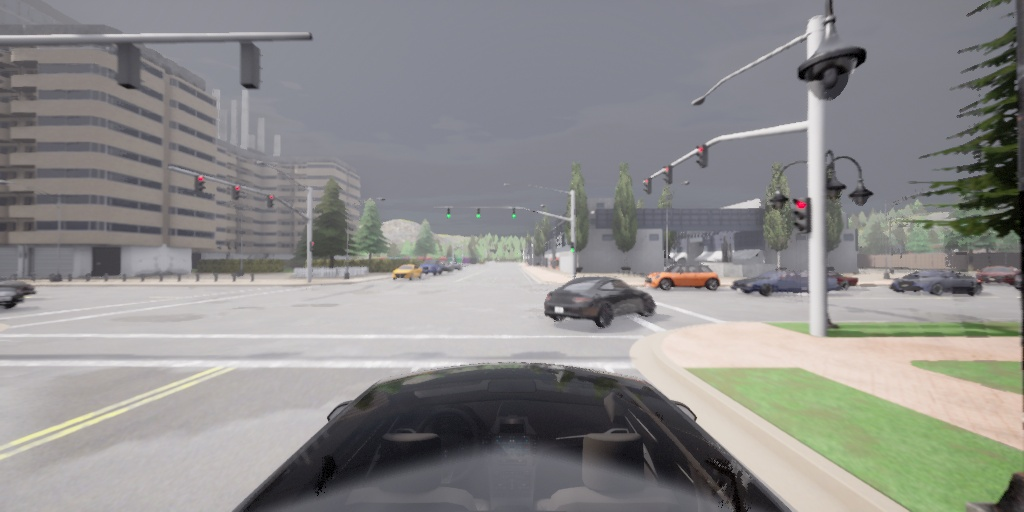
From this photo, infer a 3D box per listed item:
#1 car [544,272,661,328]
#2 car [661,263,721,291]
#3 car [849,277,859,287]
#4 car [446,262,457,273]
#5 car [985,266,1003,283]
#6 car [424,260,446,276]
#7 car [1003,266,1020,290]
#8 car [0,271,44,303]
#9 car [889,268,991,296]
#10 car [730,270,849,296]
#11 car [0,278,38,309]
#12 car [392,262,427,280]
[{"bbox_3d":[2.986,1.396,11.925,1.812,1.442,4.674,-2,-2,45],"label":"car"},{"bbox_3d":[11.315,1.366,24.087,4.553,1.767,2.097,0,-1,-1],"label":"car"},{"bbox_3d":[20.307,1.617,24.221,4.718,1.301,1.895,0,-1,-2],"label":"car"},{"bbox_3d":[-10.559,2.006,57.241,1.895,1.301,4.718,0,-1,1],"label":"car"},{"bbox_3d":[39.511,1.551,29.072,5.008,1.535,1.882,0,-1,-29],"label":"car"},{"bbox_3d":[-10.594,1.505,46.946,2.150,2.045,5.566,0,-1,0],"label":"car"},{"bbox_3d":[35.026,1.498,23.363,4.902,1.511,2.128,0,-1,-20],"label":"car"},{"bbox_3d":[-26.532,1.480,17.255,5.357,1.411,2.033,0,-1,0],"label":"car"},{"bbox_3d":[24.849,1.543,21.099,4.181,1.385,1.994,0,-1,-7],"label":"car"},{"bbox_3d":[15.619,1.521,20.594,5.357,1.411,2.033,0,-1,-1],"label":"car"},{"bbox_3d":[-21.911,1.383,13.753,4.902,1.511,2.128,0,-1,0],"label":"car"},{"bbox_3d":[-10.654,1.642,36.818,1.882,1.535,5.008,0,-1,2],"label":"car"}]
